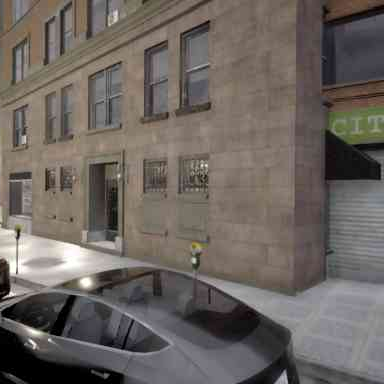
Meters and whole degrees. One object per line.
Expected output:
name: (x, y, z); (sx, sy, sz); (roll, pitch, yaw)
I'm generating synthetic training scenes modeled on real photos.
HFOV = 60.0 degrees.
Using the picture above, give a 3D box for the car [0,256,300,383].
car: (-1.010, 1.565, 3.793); (4.313, 1.339, 1.947); (0, 1, 35)
